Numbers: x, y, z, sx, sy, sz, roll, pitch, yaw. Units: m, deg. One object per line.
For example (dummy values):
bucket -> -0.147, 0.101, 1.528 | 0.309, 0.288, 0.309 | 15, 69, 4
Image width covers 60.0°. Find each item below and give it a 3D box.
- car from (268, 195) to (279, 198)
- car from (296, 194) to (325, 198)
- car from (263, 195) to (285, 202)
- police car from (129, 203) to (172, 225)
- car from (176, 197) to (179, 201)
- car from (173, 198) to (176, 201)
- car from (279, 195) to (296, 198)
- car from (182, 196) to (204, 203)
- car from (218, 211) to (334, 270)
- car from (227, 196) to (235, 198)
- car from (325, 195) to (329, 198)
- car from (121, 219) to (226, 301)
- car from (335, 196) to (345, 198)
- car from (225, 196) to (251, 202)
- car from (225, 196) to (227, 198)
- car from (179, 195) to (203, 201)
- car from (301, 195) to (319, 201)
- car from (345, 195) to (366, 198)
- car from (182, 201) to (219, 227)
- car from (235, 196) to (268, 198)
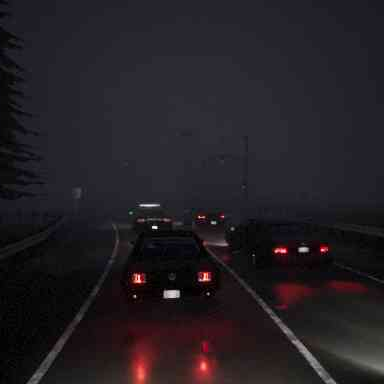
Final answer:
car -> 17.486, 1.355, 72.970 | 4.553, 1.767, 2.097 | 0, 0, -21
car -> 24.257, 1.524, 68.046 | 4.674, 1.442, 1.812 | 0, 0, -21
car -> 19.096, 1.500, 77.316 | 4.892, 1.490, 1.837 | 0, 0, -21
police car -> -2.277, 1.425, 17.821 | 1.930, 1.638, 5.238 | 0, 0, -13
car -> -0.096, 1.352, 62.715 | 4.553, 1.767, 2.097 | 0, 0, -22
car -> -1.622, 1.492, 65.855 | 4.902, 1.511, 2.128 | 0, 0, -20
car -> 21.858, 1.540, 70.876 | 5.357, 1.411, 2.033 | 0, 0, -21
car -> 0.291, 1.553, 70.236 | 4.181, 1.385, 1.994 | 0, 0, -21
car -> 2.535, 1.547, 11.113 | 2.033, 1.411, 5.357 | 0, 0, -8
car -> 10.001, 1.526, 66.456 | 4.674, 1.442, 1.812 | 0, 0, -20
car -> 30.094, 1.355, 78.273 | 4.553, 1.767, 2.097 | 0, 0, -27
car -> -0.606, 1.601, 8.357 | 1.895, 1.301, 4.718 | 0, 0, -6
car -> 34.576, 1.540, 76.759 | 5.357, 1.411, 2.033 | 0, 0, -31
car -> 10.255, 1.540, 73.987 | 5.357, 1.411, 2.033 | 0, 0, -21
car -> 7.757, 1.524, 69.307 | 4.674, 1.442, 1.812 | 0, 0, -21
car -> 0.463, 1.564, 59.185 | 4.181, 1.385, 1.994 | 0, 0, -21
car -> 29.025, 1.553, 81.684 | 4.181, 1.385, 1.994 | 0, 0, -27
car -> 37.256, 1.478, 74.311 | 5.008, 1.535, 1.882 | 0, 0, -31
car -> 0.666, 1.526, 20.513 | 1.812, 1.442, 4.674 | 0, 0, -13
car -> 11.263, 1.503, 63.225 | 4.892, 1.490, 1.837 | 0, 0, -20
